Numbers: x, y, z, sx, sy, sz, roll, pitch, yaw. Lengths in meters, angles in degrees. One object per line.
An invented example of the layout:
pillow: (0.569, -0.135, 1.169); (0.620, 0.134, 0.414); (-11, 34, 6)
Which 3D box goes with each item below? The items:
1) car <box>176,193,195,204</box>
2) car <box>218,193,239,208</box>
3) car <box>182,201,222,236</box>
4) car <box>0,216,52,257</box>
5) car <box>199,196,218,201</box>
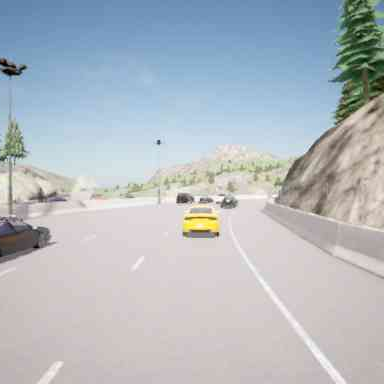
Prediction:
car: (-1.140, 1.218, 62.950); (2.150, 2.045, 5.566); (0, 0, 19)
car: (5.631, 1.348, 48.765); (2.097, 1.767, 4.553); (0, 0, 15)
car: (0.582, 1.476, 18.591); (1.882, 1.535, 5.008); (0, 0, 4)
car: (-6.818, 1.547, 11.408); (2.033, 1.411, 5.357); (0, 0, 2)
car: (2.762, 1.487, 63.249); (2.128, 1.511, 4.902); (0, 0, 20)
